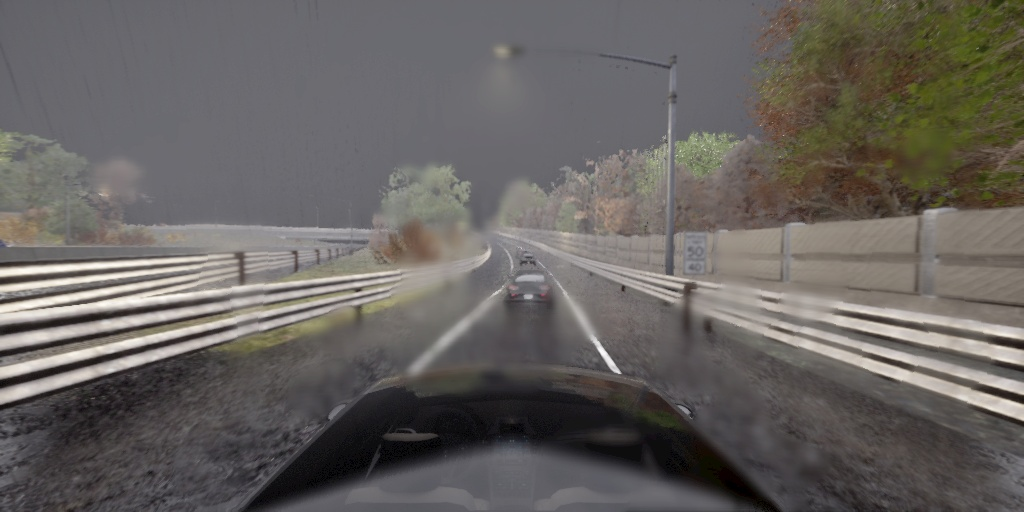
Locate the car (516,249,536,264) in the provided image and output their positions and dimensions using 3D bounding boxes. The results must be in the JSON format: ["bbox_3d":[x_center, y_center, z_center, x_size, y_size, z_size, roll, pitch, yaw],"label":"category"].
[{"bbox_3d":[1.751,0.311,41.568,1.837,1.490,4.892,1,3,-1],"label":"car"}]

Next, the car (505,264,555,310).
[{"bbox_3d":[0.772,1.256,14.743,1.812,1.442,4.674,1,1,4],"label":"car"}]

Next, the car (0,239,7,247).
[{"bbox_3d":[-38.790,-0.285,25.087,2.150,2.045,5.566,0,1,-21],"label":"car"}]

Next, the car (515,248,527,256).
[{"bbox_3d":[1.513,-0.472,52.498,2.128,1.511,4.902,1,5,-3],"label":"car"}]
